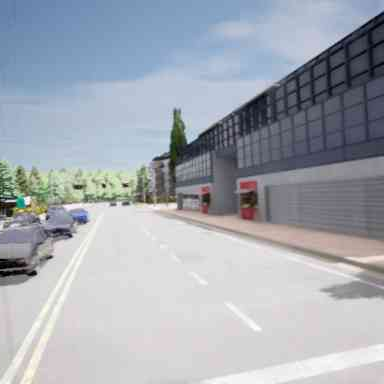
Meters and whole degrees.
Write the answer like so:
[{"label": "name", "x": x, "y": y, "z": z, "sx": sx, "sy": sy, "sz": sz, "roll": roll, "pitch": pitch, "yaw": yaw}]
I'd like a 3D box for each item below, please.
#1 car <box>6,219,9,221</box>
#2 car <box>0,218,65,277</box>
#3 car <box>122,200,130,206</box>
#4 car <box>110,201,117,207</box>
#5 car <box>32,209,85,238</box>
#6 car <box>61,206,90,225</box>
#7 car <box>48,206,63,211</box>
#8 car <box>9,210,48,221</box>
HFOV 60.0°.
[{"label": "car", "x": -10.677, "y": 2.132, "z": 15.892, "sx": 1.882, "sy": 1.535, "sz": 5.008, "roll": -3, "pitch": 0, "yaw": -14}, {"label": "car", "x": -6.038, "y": 1.940, "z": 11.661, "sx": 2.033, "sy": 1.411, "sz": 5.357, "roll": -3, "pitch": 0, "yaw": -14}, {"label": "car", "x": -18.387, "y": 3.169, "z": 93.119, "sx": 1.837, "sy": 1.490, "sz": 4.892, "roll": -3, "pitch": 0, "yaw": -14}, {"label": "car", "x": -21.874, "y": 3.361, "z": 92.671, "sx": 2.128, "sy": 1.511, "sz": 4.902, "roll": -3, "pitch": 0, "yaw": -14}, {"label": "car", "x": -8.440, "y": 2.139, "z": 21.534, "sx": 2.033, "sy": 1.411, "sz": 5.357, "roll": -3, "pitch": 0, "yaw": -14}, {"label": "car", "x": -10.890, "y": 2.273, "z": 31.774, "sx": 1.882, "sy": 1.535, "sz": 5.008, "roll": -3, "pitch": 0, "yaw": -13}, {"label": "car", "x": -16.712, "y": 2.510, "z": 41.332, "sx": 2.097, "sy": 1.767, "sz": 4.553, "roll": -3, "pitch": 0, "yaw": -14}, {"label": "car", "x": -13.089, "y": 2.346, "z": 25.922, "sx": 2.128, "sy": 1.511, "sz": 4.902, "roll": -3, "pitch": 0, "yaw": -13}]
